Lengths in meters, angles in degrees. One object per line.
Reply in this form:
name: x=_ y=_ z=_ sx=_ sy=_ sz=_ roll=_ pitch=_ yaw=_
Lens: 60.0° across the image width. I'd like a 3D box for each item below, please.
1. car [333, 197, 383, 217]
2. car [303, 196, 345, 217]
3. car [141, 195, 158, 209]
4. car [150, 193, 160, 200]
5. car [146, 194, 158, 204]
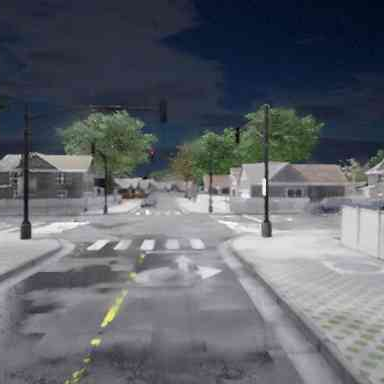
car: x=14.705 y=1.378 z=27.258 sx=5.008 sy=1.535 sz=1.882 roll=0 pitch=0 yaw=-3
car: x=12.546 y=1.285 z=30.363 sx=4.553 sy=1.767 sz=2.097 roll=0 pitch=0 yaw=-4
car: x=-5.916 y=1.542 z=45.555 sx=1.994 sy=1.385 sz=4.181 roll=0 pitch=0 yaw=-5
car: x=-8.511 y=1.081 z=76.562 sx=2.128 sy=1.511 sz=4.902 roll=0 pitch=0 yaw=-3
car: x=-7.291 y=1.315 z=61.093 sx=2.097 sy=1.767 sz=4.553 roll=0 pitch=0 yaw=-5
